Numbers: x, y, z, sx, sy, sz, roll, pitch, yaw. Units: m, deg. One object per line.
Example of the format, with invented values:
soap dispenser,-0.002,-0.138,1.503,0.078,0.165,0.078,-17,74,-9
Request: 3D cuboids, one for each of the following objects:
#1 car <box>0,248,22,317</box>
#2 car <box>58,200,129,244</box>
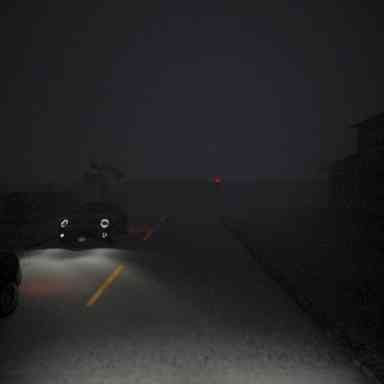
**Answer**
car,-4.108,1.493,4.587,1.812,1.442,4.674,0,1,-1
car,-4.200,1.197,14.838,2.097,1.767,4.553,0,1,0
